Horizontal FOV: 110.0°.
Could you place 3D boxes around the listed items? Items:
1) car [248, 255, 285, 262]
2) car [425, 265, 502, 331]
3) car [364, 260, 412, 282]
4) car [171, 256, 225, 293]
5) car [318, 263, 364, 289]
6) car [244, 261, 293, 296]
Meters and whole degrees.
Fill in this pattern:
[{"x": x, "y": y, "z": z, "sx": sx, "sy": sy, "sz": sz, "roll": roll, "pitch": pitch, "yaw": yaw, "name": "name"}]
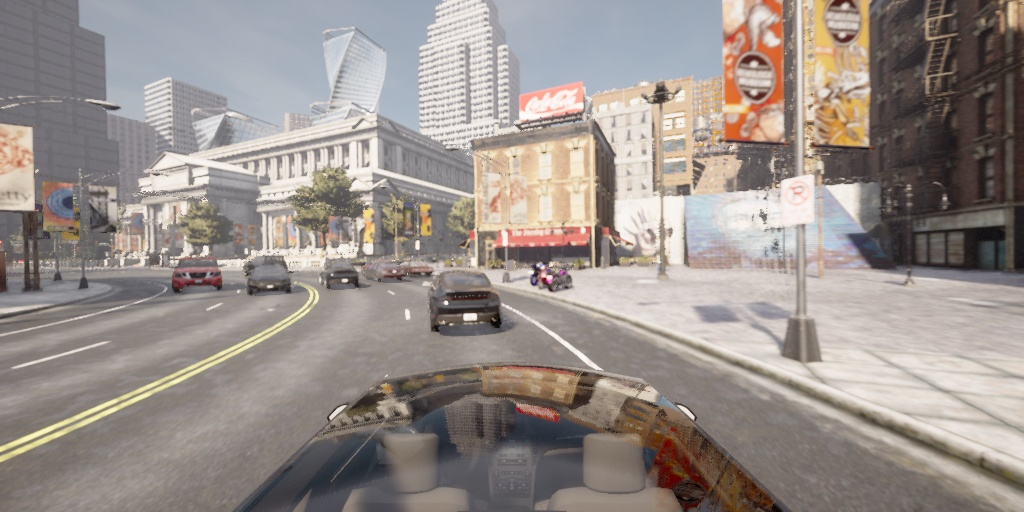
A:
[{"x": -25.320, "y": 0.978, "z": 36.808, "sx": 5.566, "sy": 2.045, "sz": 2.150, "roll": 0, "pitch": 1, "yaw": 34, "name": "car"}, {"x": -1.575, "y": 1.173, "z": 10.801, "sx": 1.837, "sy": 1.490, "sz": 4.892, "roll": -1, "pitch": 1, "yaw": -14, "name": "car"}, {"x": -9.923, "y": 1.156, "z": 27.494, "sx": 2.033, "sy": 1.411, "sz": 5.357, "roll": -1, "pitch": 1, "yaw": -38, "name": "car"}, {"x": -19.304, "y": 1.051, "z": 22.129, "sx": 2.150, "sy": 2.045, "sz": 5.566, "roll": -1, "pitch": 1, "yaw": -40, "name": "car"}, {"x": -11.152, "y": 1.187, "z": 23.033, "sx": 1.837, "sy": 1.490, "sz": 4.892, "roll": -1, "pitch": 0, "yaw": -34, "name": "car"}, {"x": -13.301, "y": 1.236, "z": 19.736, "sx": 1.882, "sy": 1.535, "sz": 5.008, "roll": -1, "pitch": 1, "yaw": -34, "name": "car"}]
